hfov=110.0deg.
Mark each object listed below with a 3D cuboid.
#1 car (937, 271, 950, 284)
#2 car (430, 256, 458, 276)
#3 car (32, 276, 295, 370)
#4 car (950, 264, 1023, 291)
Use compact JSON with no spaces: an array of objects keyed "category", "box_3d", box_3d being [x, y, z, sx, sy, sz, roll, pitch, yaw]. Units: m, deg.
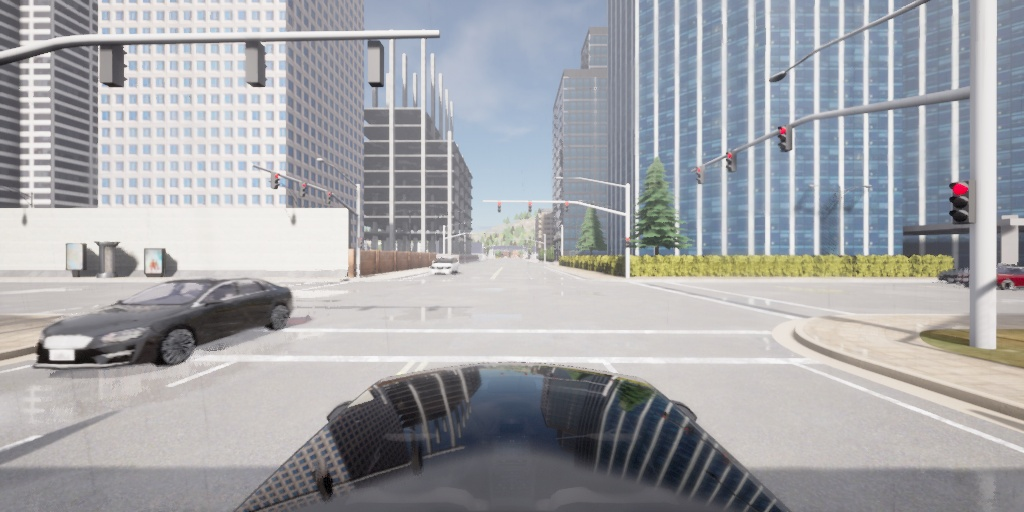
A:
[{"category":"car","box_3d":[32.306,1.240,24.195,5.357,1.411,2.033,0,0,0]},{"category":"car","box_3d":[-6.992,1.083,37.576,2.150,2.045,5.566,0,1,0]},{"category":"car","box_3d":[-6.999,1.243,8.023,2.128,1.511,4.902,0,1,0]},{"category":"car","box_3d":[28.940,1.294,20.704,4.718,1.301,1.895,0,0,0]}]
